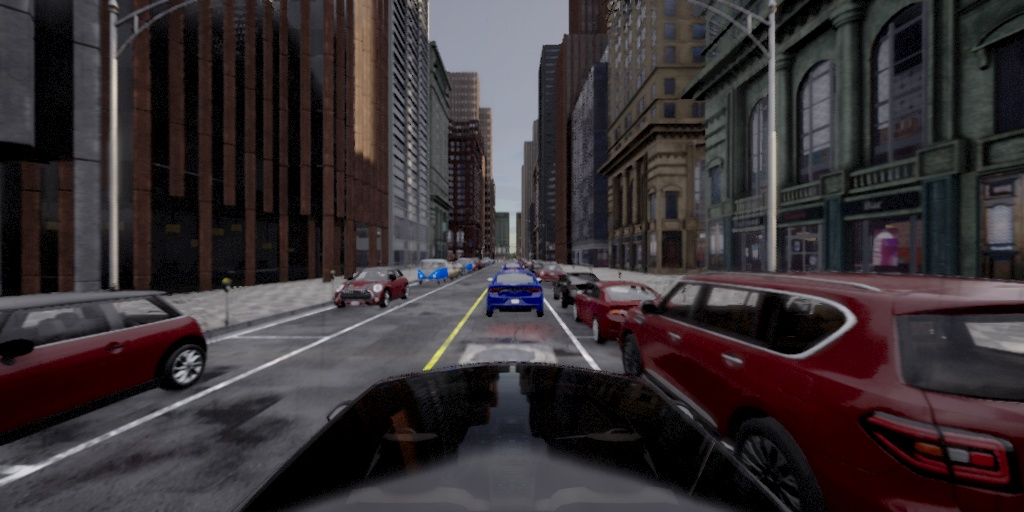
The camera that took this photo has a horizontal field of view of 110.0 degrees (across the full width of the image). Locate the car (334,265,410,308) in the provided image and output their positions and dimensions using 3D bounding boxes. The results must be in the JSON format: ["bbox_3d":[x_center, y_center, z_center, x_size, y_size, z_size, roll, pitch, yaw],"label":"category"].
[{"bbox_3d":[-5.765,1.217,15.163,1.967,1.591,4.097,0,0,0],"label":"car"}]

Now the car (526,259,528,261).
[{"bbox_3d":[2.754,1.452,54.626,1.802,1.307,4.207,0,0,0],"label":"car"}]

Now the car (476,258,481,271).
[{"bbox_3d":[-5.770,1.294,48.982,1.967,1.591,4.097,0,0,0],"label":"car"}]

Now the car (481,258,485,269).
[{"bbox_3d":[-5.771,1.184,54.619,2.192,1.841,5.009,0,0,0],"label":"car"}]

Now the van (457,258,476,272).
[{"bbox_3d":[-5.769,1.181,43.345,1.690,1.789,3.998,0,0,0],"label":"van"}]

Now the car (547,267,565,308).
[{"bbox_3d":[2.760,1.344,15.173,1.948,1.339,4.313,0,0,0],"label":"car"}]

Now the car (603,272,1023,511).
[{"bbox_3d":[2.762,1.069,3.900,2.192,1.841,5.009,0,0,0],"label":"car"}]

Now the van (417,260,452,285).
[{"bbox_3d":[-5.767,1.142,26.436,1.690,1.789,3.998,0,0,0],"label":"van"}]

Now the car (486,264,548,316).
[{"bbox_3d":[0.098,1.252,13.533,1.882,1.535,5.008,0,0,0],"label":"car"}]

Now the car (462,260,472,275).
[{"bbox_3d":[-5.769,1.377,37.709,2.007,1.370,4.403,0,0,0],"label":"car"}]

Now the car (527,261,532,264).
[{"bbox_3d":[2.757,1.393,37.717,1.948,1.339,4.313,0,0,0],"label":"car"}]

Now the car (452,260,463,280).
[{"bbox_3d":[-5.768,1.339,31.903,1.751,1.417,4.829,0,0,0],"label":"car"}]

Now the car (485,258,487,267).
[{"bbox_3d":[-5.772,1.449,60.256,1.948,1.339,4.313,0,0,0],"label":"car"}]

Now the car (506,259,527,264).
[{"bbox_3d":[0.096,1.290,31.498,1.882,1.535,5.008,0,0,0],"label":"car"}]

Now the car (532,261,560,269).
[{"bbox_3d":[2.758,1.241,26.444,1.967,1.591,4.097,0,0,0],"label":"car"}]

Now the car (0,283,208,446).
[{"bbox_3d":[-5.763,1.194,3.890,1.967,1.591,4.097,0,0,0],"label":"car"}]

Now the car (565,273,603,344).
[{"bbox_3d":[2.761,1.311,9.537,1.888,1.381,4.507,0,0,0],"label":"car"}]
